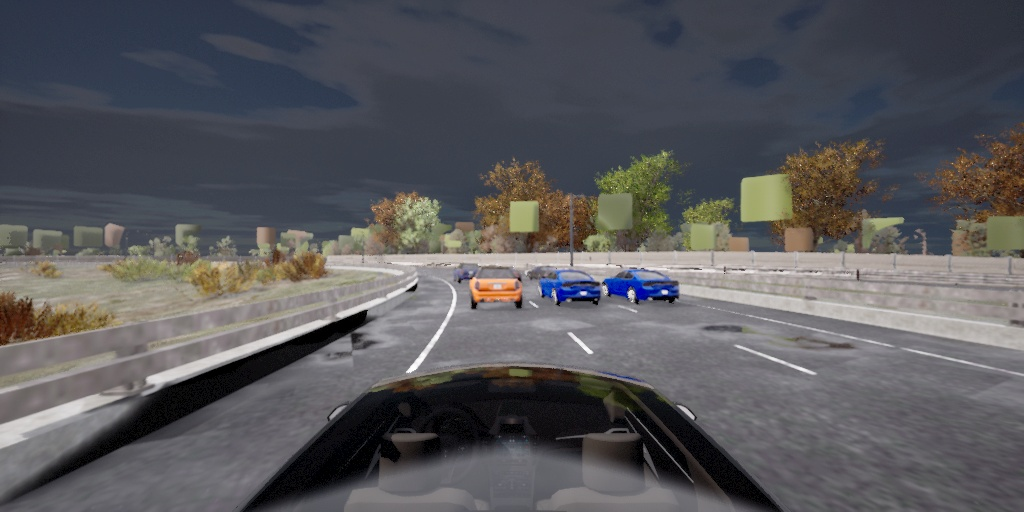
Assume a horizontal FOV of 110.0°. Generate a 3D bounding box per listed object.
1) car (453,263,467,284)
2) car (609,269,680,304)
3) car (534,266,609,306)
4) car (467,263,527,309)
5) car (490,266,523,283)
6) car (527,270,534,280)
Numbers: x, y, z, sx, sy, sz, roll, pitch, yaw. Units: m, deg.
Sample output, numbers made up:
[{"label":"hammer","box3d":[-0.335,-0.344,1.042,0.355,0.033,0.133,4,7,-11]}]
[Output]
[{"label":"car","box3d":[-3.868,1.391,31.071,2.097,1.767,4.553,0,-1,-16]},{"label":"car","box3d":[6.040,1.376,17.415,1.882,1.535,5.008,0,0,-8]},{"label":"car","box3d":[2.568,1.375,16.975,1.882,1.535,5.008,0,0,-8]},{"label":"car","box3d":[-0.846,1.242,16.138,2.097,1.767,4.553,0,-1,-7]},{"label":"car","box3d":[-0.560,1.614,32.221,1.994,1.385,4.181,0,-1,-16]},{"label":"car","box3d":[2.908,1.600,32.842,2.033,1.411,5.357,0,-1,-16]}]
